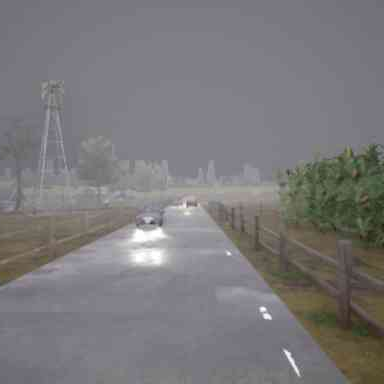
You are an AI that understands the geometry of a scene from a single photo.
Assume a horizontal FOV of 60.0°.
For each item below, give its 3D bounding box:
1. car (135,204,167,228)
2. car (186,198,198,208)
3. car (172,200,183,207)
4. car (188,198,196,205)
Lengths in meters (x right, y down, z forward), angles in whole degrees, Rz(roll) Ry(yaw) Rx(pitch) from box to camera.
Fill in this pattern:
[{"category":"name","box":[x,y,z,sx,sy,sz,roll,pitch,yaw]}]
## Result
[{"category":"car","box":[-2.851,1.652,23.930,2.128,1.511,4.902,0,-1,0]},{"category":"car","box":[0.011,2.014,58.932,1.882,1.535,5.008,0,-2,0]},{"category":"car","box":[-2.770,2.169,65.064,1.994,1.385,4.181,0,-1,0]},{"category":"car","box":[-0.007,2.071,75.580,1.812,1.442,4.674,0,-1,0]}]
